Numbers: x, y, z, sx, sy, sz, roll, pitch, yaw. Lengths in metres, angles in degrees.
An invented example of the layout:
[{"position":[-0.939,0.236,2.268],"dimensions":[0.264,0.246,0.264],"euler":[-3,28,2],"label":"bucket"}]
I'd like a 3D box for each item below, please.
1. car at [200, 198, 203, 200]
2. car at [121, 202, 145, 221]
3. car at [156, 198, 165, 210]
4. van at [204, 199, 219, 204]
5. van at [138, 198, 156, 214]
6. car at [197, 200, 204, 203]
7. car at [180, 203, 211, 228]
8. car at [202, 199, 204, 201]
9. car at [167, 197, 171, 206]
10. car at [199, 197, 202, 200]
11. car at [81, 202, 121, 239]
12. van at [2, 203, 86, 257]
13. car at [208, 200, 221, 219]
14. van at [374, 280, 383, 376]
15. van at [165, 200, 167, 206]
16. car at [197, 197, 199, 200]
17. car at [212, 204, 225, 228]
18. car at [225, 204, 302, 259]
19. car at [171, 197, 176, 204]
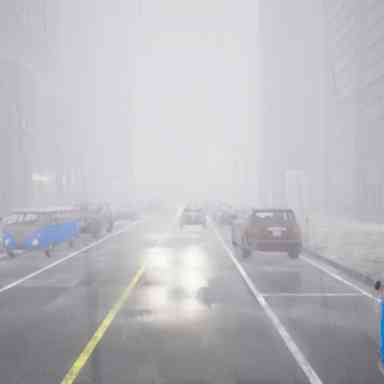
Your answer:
[{"position":[2.704,2.116,58.186],"dimensions":[1.752,1.417,4.829],"euler":[0,-1,0],"label":"car"},{"position":[-5.792,1.854,29.953],"dimensions":[2.008,1.369,4.403],"euler":[0,-1,0],"label":"car"},{"position":[-5.815,1.972,52.392],"dimensions":[1.967,1.590,4.097],"euler":[0,-1,0],"label":"car"},{"position":[2.721,1.758,41.191],"dimensions":[1.690,1.788,3.998],"euler":[0,-1,0],"label":"van"},{"position":[-5.804,1.758,41.174],"dimensions":[1.690,1.788,3.998],"euler":[0,-1,0],"label":"van"},{"position":[0.058,1.975,40.549],"dimensions":[1.994,1.385,4.181],"euler":[0,-1,0],"label":"car"},{"position":[0.076,1.791,24.112],"dimensions":[2.033,1.411,5.357],"euler":[0,-1,0],"label":"car"},{"position":[2.716,2.019,46.798],"dimensions":[1.887,1.381,4.507],"euler":[0,-1,0],"label":"car"},{"position":[-5.833,2.232,69.048],"dimensions":[1.752,1.417,4.829],"euler":[0,-1,0],"label":"car"},{"position":[2.698,2.174,63.795],"dimensions":[1.752,1.417,4.829],"euler":[0,-1,0],"label":"car"},{"position":[-5.781,1.505,18.737],"dimensions":[2.192,1.841,5.009],"euler":[0,-1,0],"label":"car"},{"position":[-5.775,1.474,13.128],"dimensions":[1.690,1.788,3.998],"euler":[0,-1,0],"label":"van"},{"position":[2.733,1.743,29.972],"dimensions":[1.967,1.590,4.097],"euler":[0,-1,0],"label":"car"},{"position":[2.761,1.362,1.929],"dimensions":[1.690,1.788,3.998],"euler":[0,-1,0],"label":"van"},{"position":[-5.821,1.930,58.002],"dimensions":[1.690,1.788,3.998],"euler":[0,-1,0],"label":"van"},{"position":[2.675,2.447,86.059],"dimensions":[2.008,1.369,4.403],"euler":[0,-1,0],"label":"car"},{"position":[2.738,1.791,24.363],"dimensions":[1.887,1.381,4.507],"euler":[0,-1,0],"label":"car"},{"position":[2.750,1.448,13.147],"dimensions":[2.192,1.841,5.009],"euler":[0,-1,0],"label":"car"},{"position":[-5.850,2.462,86.045],"dimensions":[1.947,1.339,4.313],"euler":[0,-1,0],"label":"car"}]
